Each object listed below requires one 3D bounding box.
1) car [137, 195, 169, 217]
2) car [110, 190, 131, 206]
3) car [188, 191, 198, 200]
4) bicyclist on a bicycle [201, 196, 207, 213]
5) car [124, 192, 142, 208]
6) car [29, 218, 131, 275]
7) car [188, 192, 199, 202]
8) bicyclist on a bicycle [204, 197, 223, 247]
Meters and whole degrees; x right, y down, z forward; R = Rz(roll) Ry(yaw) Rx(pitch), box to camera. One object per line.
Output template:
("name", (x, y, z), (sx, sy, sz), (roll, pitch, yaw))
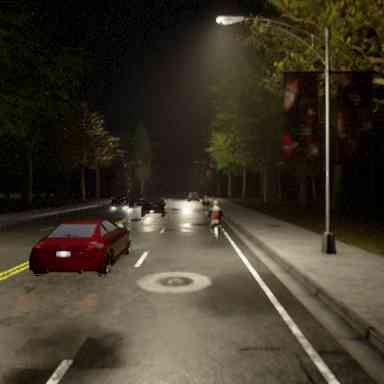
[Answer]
("car", (-3.061, 1.227, 27.797), (1.837, 1.490, 4.892), (0, 1, 0))
("car", (-9.690, 0.779, 46.196), (2.150, 2.045, 5.566), (0, 0, 0))
("car", (0.238, 0.717, 73.693), (2.097, 1.767, 4.553), (0, 0, 0))
("bicyclist on a bicycle", (0.966, 1.133, 23.459), (0.659, 1.776, 1.843), (0, 1, 0))
("car", (-6.461, 1.116, 40.043), (1.837, 1.490, 4.892), (0, 0, 0))
("car", (-3.119, 1.457, 10.089), (1.994, 1.385, 4.181), (0, 1, 0))
("car", (0.288, 0.993, 57.924), (1.812, 1.442, 4.674), (0, 0, 0))
("bicyclist on a bicycle", (0.934, 1.231, 13.343), (0.659, 1.776, 1.843), (0, 1, 0))
